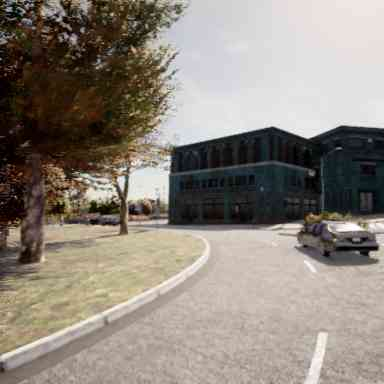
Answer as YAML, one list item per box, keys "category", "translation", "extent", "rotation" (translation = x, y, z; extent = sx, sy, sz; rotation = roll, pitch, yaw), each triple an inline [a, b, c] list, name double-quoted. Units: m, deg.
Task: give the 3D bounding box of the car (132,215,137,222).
- category: "car"
  translation: [-18.192, 7.152, 89.318]
  extent: [5.566, 2.045, 2.435]
  rotation: [0, -3, -8]

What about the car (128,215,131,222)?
- category: "car"
  translation: [-13.694, 5.542, 62.810]
  extent: [1.837, 1.490, 4.892]
  rotation: [-1, -4, 9]

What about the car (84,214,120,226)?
- category: "car"
  translation: [-10.792, 3.476, 40.421]
  extent: [2.033, 1.411, 5.357]
  rotation: [3, -6, -39]

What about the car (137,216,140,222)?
- category: "car"
  translation: [-17.513, 7.574, 92.211]
  extent: [4.892, 1.521, 2.231]
  rotation: [0, -4, -7]

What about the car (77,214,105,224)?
- category: "car"
  translation: [-21.820, 5.922, 71.924]
  extent: [5.566, 2.045, 2.435]
  rotation: [0, -5, -9]

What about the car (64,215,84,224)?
- category: "car"
  translation: [-22.979, 5.717, 66.074]
  extent: [4.892, 1.521, 2.231]
  rotation: [0, -4, -9]

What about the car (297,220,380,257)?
- category: "car"
  translation: [6.261, 1.964, 14.898]
  extent: [2.033, 1.411, 5.357]
  rotation: [-1, -3, 3]

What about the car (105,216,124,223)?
- category: "car"
  translation: [-19.409, 6.907, 83.524]
  extent: [4.553, 1.767, 2.185]
  rotation: [0, -4, -8]

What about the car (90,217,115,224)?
- category: "car"
  translation: [-20.851, 6.616, 77.665]
  extent: [5.366, 1.575, 1.946]
  rotation: [0, -4, -9]

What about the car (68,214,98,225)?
- category: "car"
  translation: [-22.450, 5.693, 68.998]
  extent: [5.566, 2.045, 2.435]
  rotation: [0, -4, -9]

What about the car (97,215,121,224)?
- category: "car"
  translation: [-20.033, 6.582, 80.635]
  extent: [5.566, 2.045, 2.435]
  rotation: [0, -5, -8]

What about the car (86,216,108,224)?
- category: "car"
  translation: [-21.294, 6.274, 74.805]
  extent: [4.553, 1.767, 2.185]
  rotation: [0, -5, -9]
